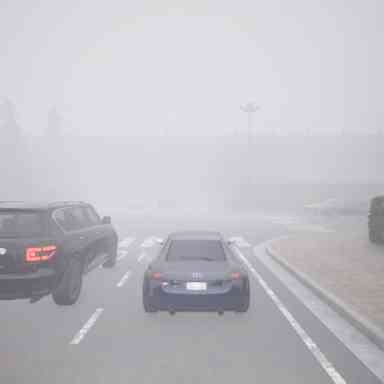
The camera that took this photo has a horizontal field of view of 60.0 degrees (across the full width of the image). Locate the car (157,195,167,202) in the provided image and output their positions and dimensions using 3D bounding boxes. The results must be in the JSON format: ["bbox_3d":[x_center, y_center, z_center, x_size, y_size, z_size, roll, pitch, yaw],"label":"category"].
[{"bbox_3d":[-6.994,1.499,76.803,1.837,1.490,4.892,0,0,0],"label":"car"}]

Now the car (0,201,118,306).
[{"bbox_3d":[-3.401,1.221,8.188,2.150,2.045,5.566,0,0,0],"label":"car"}]

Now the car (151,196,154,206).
[{"bbox_3d":[-7.091,1.601,54.301,1.895,1.301,4.718,0,0,0],"label":"car"}]

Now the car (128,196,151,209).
[{"bbox_3d":[-7.095,1.352,44.246,2.097,1.767,4.553,0,0,0],"label":"car"}]

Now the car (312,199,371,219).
[{"bbox_3d":[13.101,1.436,27.960,4.902,1.511,2.128,0,0,0],"label":"car"}]

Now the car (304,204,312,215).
[{"bbox_3d":[13.193,1.422,31.455,5.008,1.535,1.882,0,0,0],"label":"car"}]

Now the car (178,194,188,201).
[{"bbox_3d":[-2.441,1.355,86.038,2.097,1.767,4.553,0,0,14],"label":"car"}]

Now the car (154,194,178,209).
[{"bbox_3d":[-3.406,1.221,45.290,2.150,2.045,5.566,0,0,0],"label":"car"}]

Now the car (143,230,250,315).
[{"bbox_3d":[0.081,1.564,7.646,1.994,1.385,4.181,0,0,0],"label":"car"}]

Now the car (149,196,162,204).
[{"bbox_3d":[-7.051,1.526,64.616,1.812,1.442,4.674,0,0,0],"label":"car"}]
